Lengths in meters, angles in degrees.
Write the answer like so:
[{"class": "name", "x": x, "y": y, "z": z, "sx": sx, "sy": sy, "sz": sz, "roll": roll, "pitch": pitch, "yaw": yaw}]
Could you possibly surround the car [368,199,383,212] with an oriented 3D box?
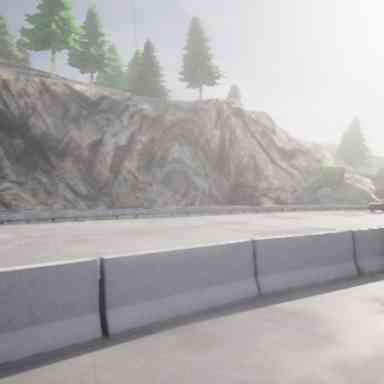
[{"class": "car", "x": 20.589, "y": 1.348, "z": 34.537, "sx": 5.008, "sy": 1.535, "sz": 1.882, "roll": 0, "pitch": 0, "yaw": -22}]
